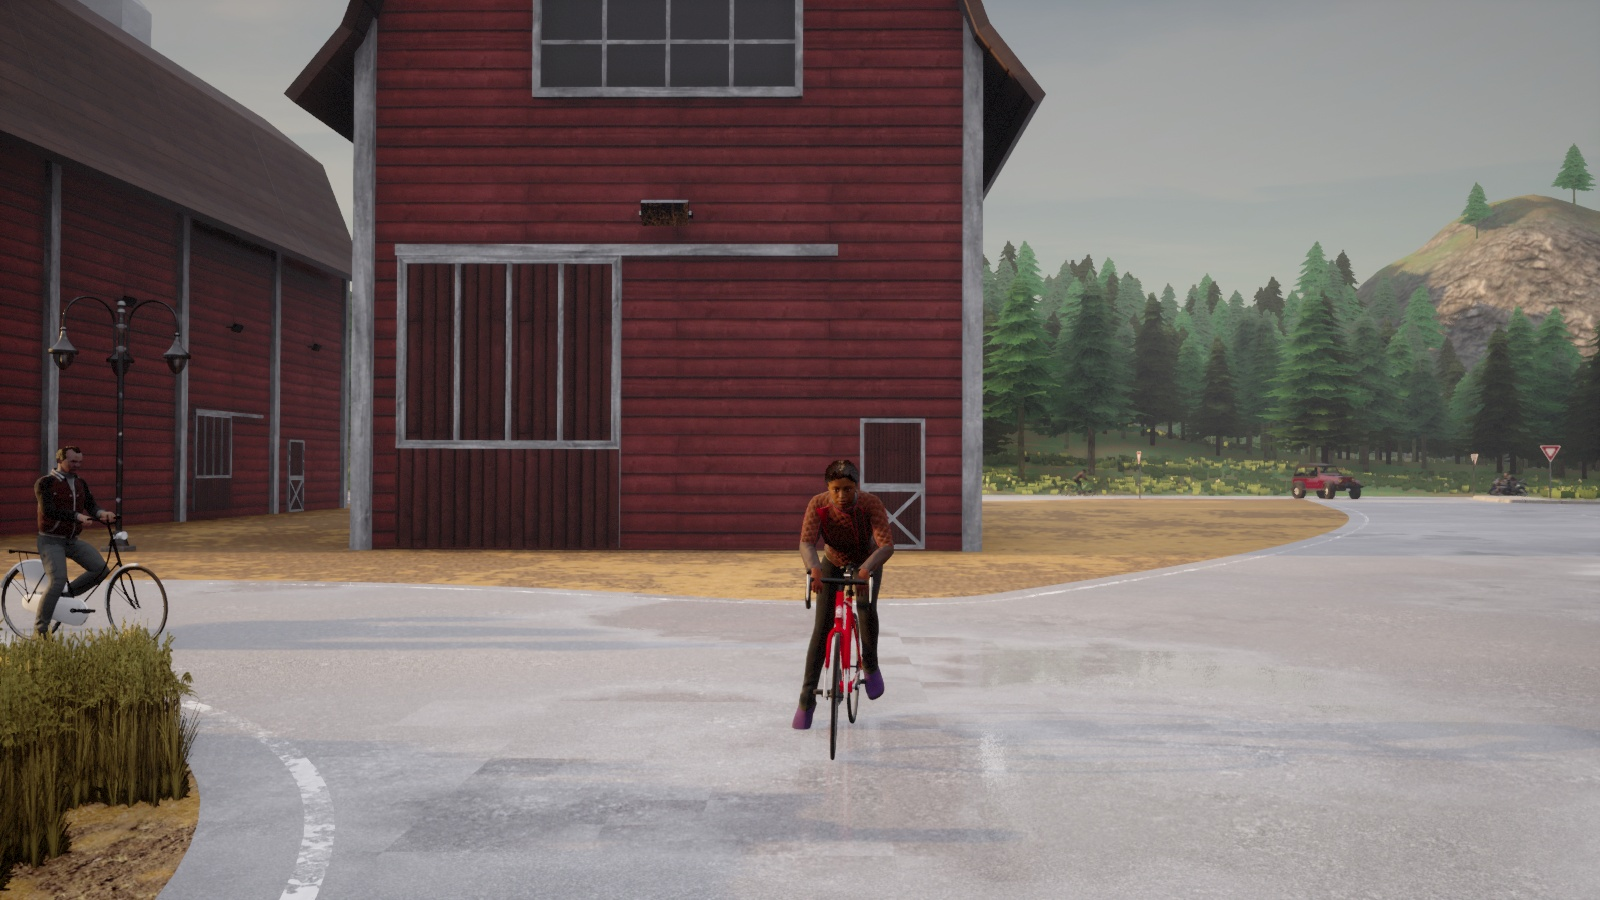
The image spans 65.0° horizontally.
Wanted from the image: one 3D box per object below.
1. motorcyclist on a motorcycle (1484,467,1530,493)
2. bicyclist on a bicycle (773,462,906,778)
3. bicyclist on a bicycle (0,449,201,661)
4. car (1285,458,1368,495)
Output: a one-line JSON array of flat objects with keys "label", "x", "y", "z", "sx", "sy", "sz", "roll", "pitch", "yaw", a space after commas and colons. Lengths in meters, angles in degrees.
[{"label": "motorcyclist on a motorcycle", "x": 41.866, "y": 1.787, "z": 74.336, "sx": 2.191, "sy": 1.530, "sz": 0.866, "roll": -1, "pitch": -1, "yaw": 2}, {"label": "bicyclist on a bicycle", "x": 0.272, "y": 0.881, "z": 7.307, "sx": 0.582, "sy": 1.620, "sz": 1.656, "roll": 0, "pitch": -1, "yaw": 8}, {"label": "bicyclist on a bicycle", "x": -6.309, "y": 0.897, "z": 11.119, "sx": 1.843, "sy": 1.776, "sz": 0.659, "roll": -1, "pitch": -1, "yaw": 16}, {"label": "car", "x": 27.265, "y": 1.383, "z": 65.206, "sx": 1.905, "sy": 1.878, "sz": 3.866, "roll": 0, "pitch": -1, "yaw": -17}]
